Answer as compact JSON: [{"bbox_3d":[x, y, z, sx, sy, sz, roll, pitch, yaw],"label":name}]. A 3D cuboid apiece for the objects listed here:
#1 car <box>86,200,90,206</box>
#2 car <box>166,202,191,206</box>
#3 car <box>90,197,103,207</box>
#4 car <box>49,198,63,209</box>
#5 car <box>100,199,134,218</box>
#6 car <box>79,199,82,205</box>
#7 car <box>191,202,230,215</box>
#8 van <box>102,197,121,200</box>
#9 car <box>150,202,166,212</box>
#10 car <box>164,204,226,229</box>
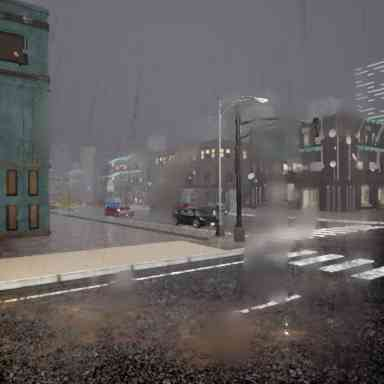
[{"bbox_3d":[-20.152,2.227,67.471,1.887,1.381,4.507,-1,0,-35],"label":"car"},{"bbox_3d":[-0.962,1.904,40.366,1.802,1.307,4.206,-2,0,-35],"label":"car"},{"bbox_3d":[-16.959,1.940,62.953,2.192,1.841,5.009,-1,0,-35],"label":"car"},{"bbox_3d":[-23.694,2.233,57.971,1.752,1.417,4.829,-1,0,-35],"label":"car"},{"bbox_3d":[-7.804,1.846,35.521,1.967,1.590,4.097,-1,0,-35],"label":"car"},{"bbox_3d":[-26.548,2.364,76.507,1.947,1.339,4.313,-1,0,-35],"label":"car"},{"bbox_3d":[2.235,1.809,35.847,2.008,1.369,4.403,-2,0,-35],"label":"car"},{"bbox_3d":[-13.760,1.907,58.435,1.690,1.788,3.998,-1,0,-35],"label":"van"},{"bbox_3d":[-4.160,1.966,44.883,1.802,1.307,4.206,-1,0,-35],"label":"car"},{"bbox_3d":[0.118,1.814,24.125,1.947,1.339,4.313,-1,0,-35],"label":"car"}]
